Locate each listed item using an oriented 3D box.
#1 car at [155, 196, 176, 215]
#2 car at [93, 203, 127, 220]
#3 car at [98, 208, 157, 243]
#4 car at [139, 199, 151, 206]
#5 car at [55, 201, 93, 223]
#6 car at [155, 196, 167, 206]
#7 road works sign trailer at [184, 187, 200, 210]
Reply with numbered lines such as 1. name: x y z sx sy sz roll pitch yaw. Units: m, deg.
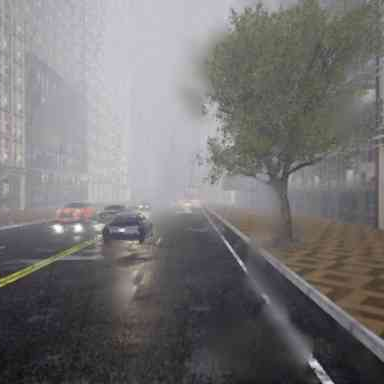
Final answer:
1. car: -3.154 1.594 39.826 2.150 2.045 5.566 0 0 0
2. car: -6.597 1.768 28.366 1.837 1.490 4.892 0 -1 0
3. car: -3.152 1.723 17.021 1.994 1.385 4.181 0 0 0
4. car: -9.760 2.181 69.501 2.033 1.411 5.357 0 -1 0
5. car: -9.844 1.614 28.233 2.097 1.767 4.553 0 -1 0
6. car: -6.509 1.808 70.861 2.150 2.045 5.566 0 -1 0
7. road works sign trailer: -0.001 0.950 51.998 2.380 3.560 2.880 0 -1 1
